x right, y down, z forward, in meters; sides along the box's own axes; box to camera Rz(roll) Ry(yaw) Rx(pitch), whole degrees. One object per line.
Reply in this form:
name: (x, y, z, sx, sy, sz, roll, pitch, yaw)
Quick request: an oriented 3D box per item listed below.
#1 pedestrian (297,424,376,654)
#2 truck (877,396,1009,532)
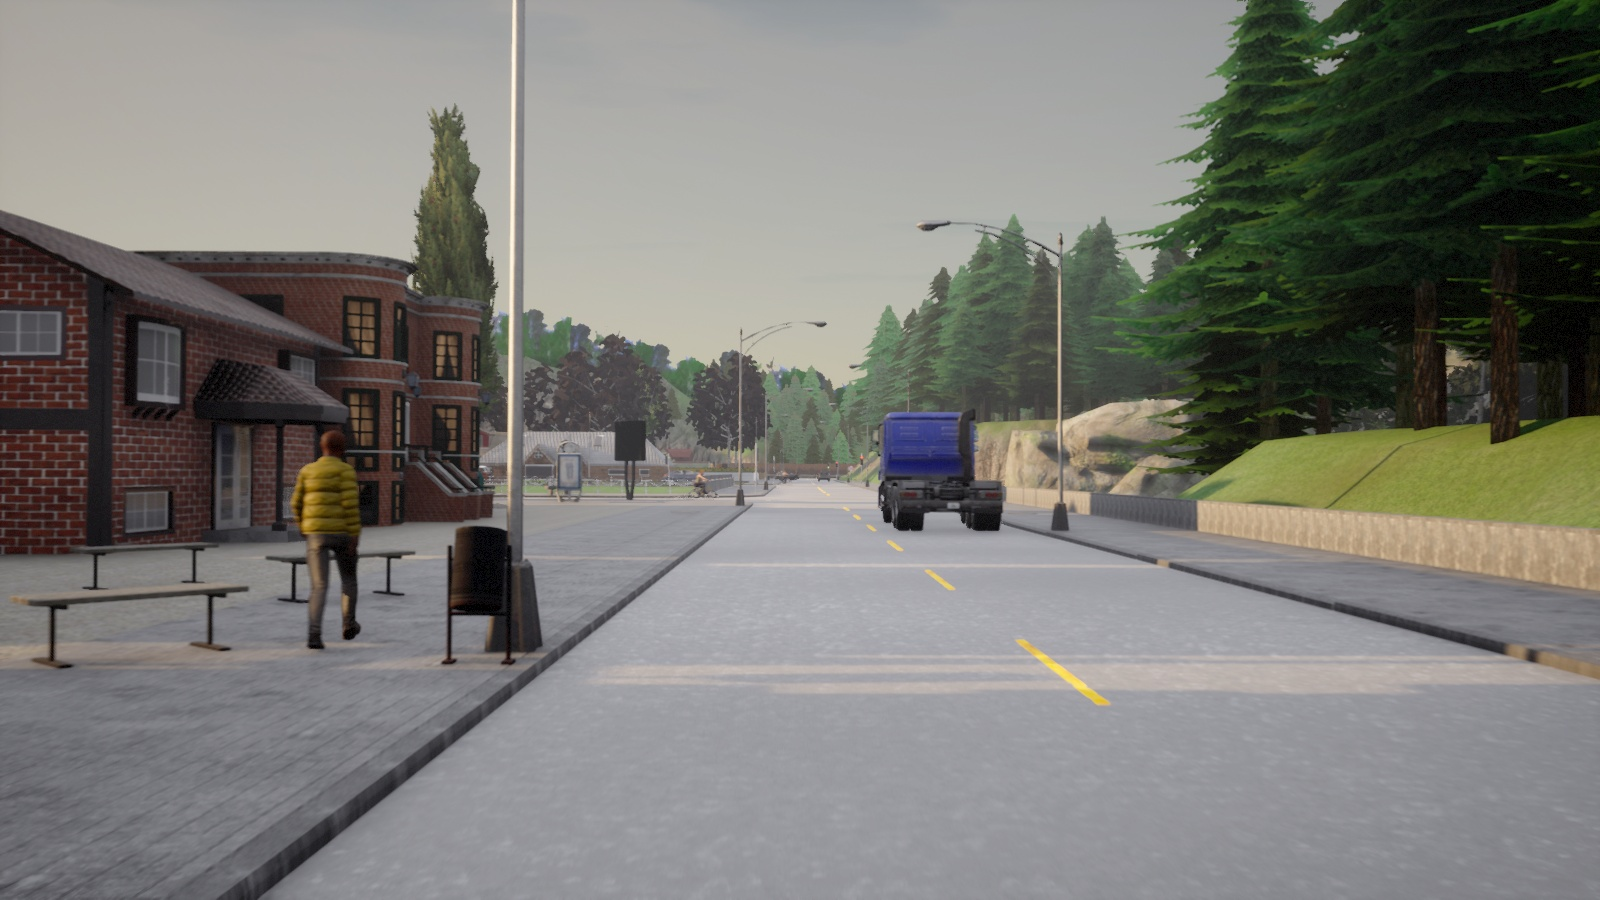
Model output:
pedestrian: (-3.827, 0.714, 10.400, 0.370, 1.835, 0.726, 0, -1, 1)
truck: (3.913, 0.423, 36.223, 2.891, 3.462, 7.936, 0, -1, 0)
